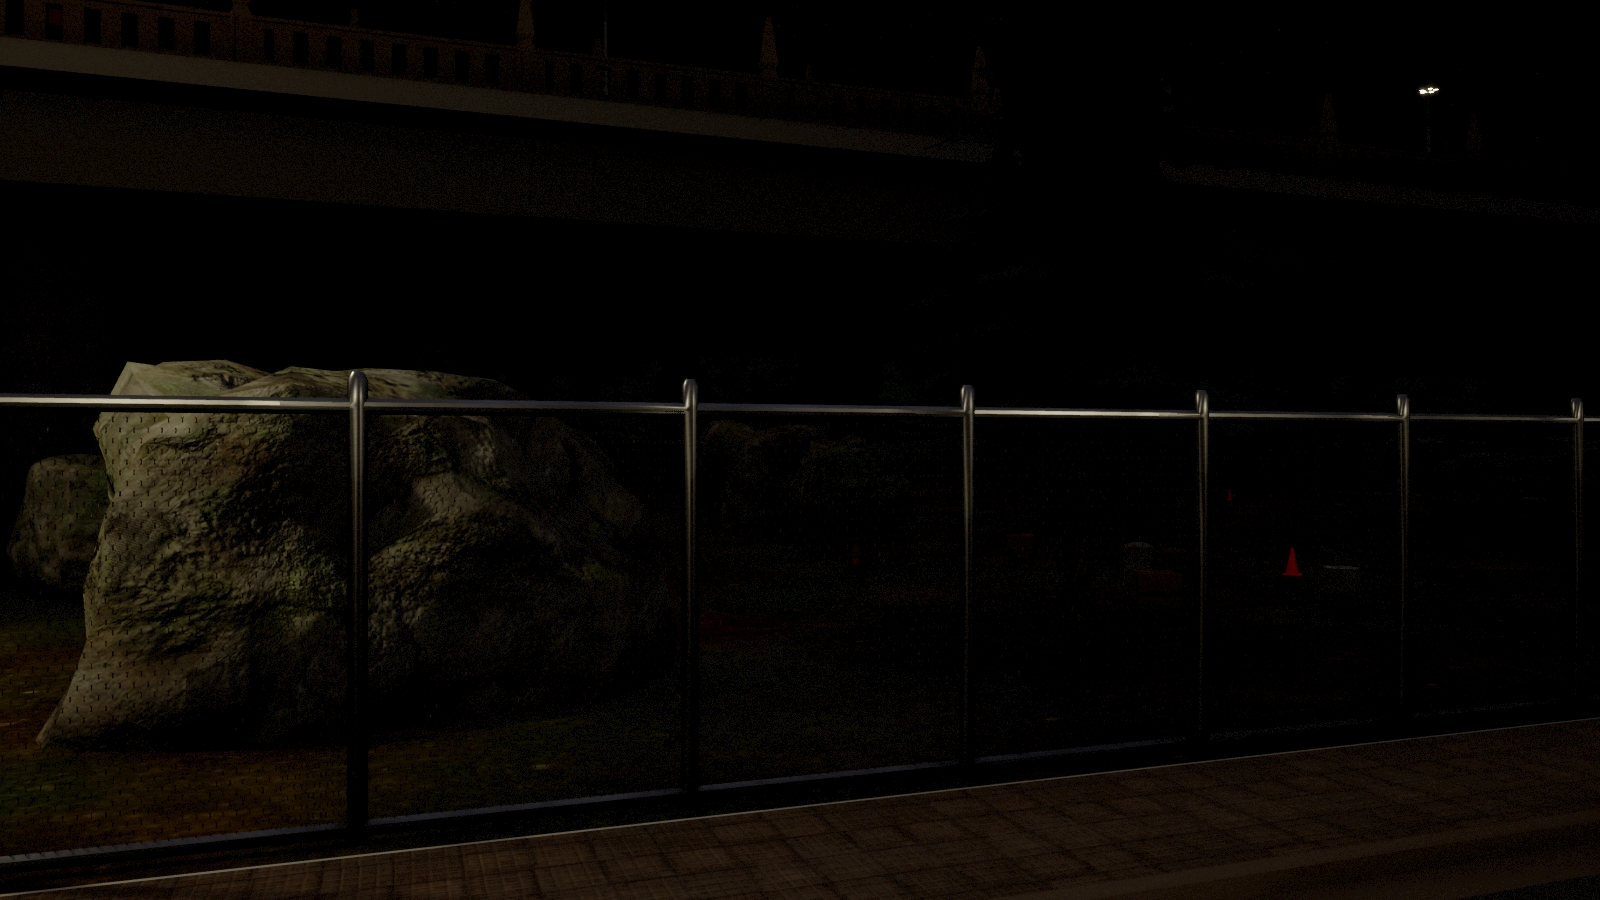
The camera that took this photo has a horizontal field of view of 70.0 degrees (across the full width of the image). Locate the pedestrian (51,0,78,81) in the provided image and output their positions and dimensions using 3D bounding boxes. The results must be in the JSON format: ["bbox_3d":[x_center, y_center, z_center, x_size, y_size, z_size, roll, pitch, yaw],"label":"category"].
[{"bbox_3d":[-14.525,-8.303,22.581,0.375,1.860,0.375,0,0,-20],"label":"pedestrian"}]
